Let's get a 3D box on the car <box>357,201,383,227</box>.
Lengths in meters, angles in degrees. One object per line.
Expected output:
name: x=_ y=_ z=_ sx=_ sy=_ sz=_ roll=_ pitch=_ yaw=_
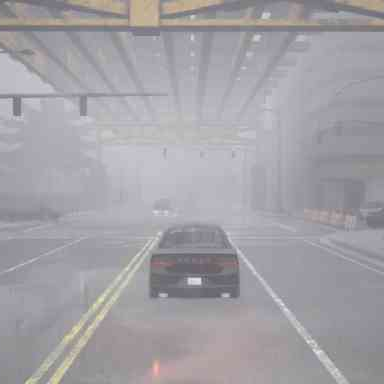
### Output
car: x=13.212 y=1.453 z=20.852 sx=4.974 sy=1.542 sz=2.038 roll=0 pitch=0 yaw=-20

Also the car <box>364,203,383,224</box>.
car: x=13.260 y=1.295 z=20.870 sx=4.536 sy=1.218 sz=1.853 roll=0 pitch=0 yaw=-20

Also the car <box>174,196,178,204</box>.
car: x=-3.655 y=1.528 z=62.089 sx=1.812 sy=1.442 sz=4.674 roll=0 pitch=0 yaw=0

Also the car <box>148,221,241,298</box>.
car: x=0.052 y=1.478 z=8.544 sx=1.882 sy=1.535 sz=5.008 roll=0 pitch=0 yaw=0

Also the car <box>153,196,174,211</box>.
car: x=-3.704 y=1.547 z=41.858 sx=2.033 sy=1.411 sz=5.357 roll=0 pitch=0 yaw=0

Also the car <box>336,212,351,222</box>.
car: x=13.528 y=1.453 z=25.011 sx=4.974 sy=1.542 sz=2.038 roll=0 pitch=0 yaw=25

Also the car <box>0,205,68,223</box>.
car: x=-11.925 y=1.601 z=24.806 sx=4.718 sy=1.301 sz=1.895 roll=0 pitch=0 yaw=-2

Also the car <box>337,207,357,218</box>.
car: x=13.575 y=1.295 z=24.990 sx=4.536 sy=1.218 sz=1.853 roll=0 pitch=0 yaw=25

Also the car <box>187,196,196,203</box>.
car: x=-0.063 y=1.491 z=66.351 sx=2.128 sy=1.511 sz=4.902 roll=0 pitch=0 yaw=0
